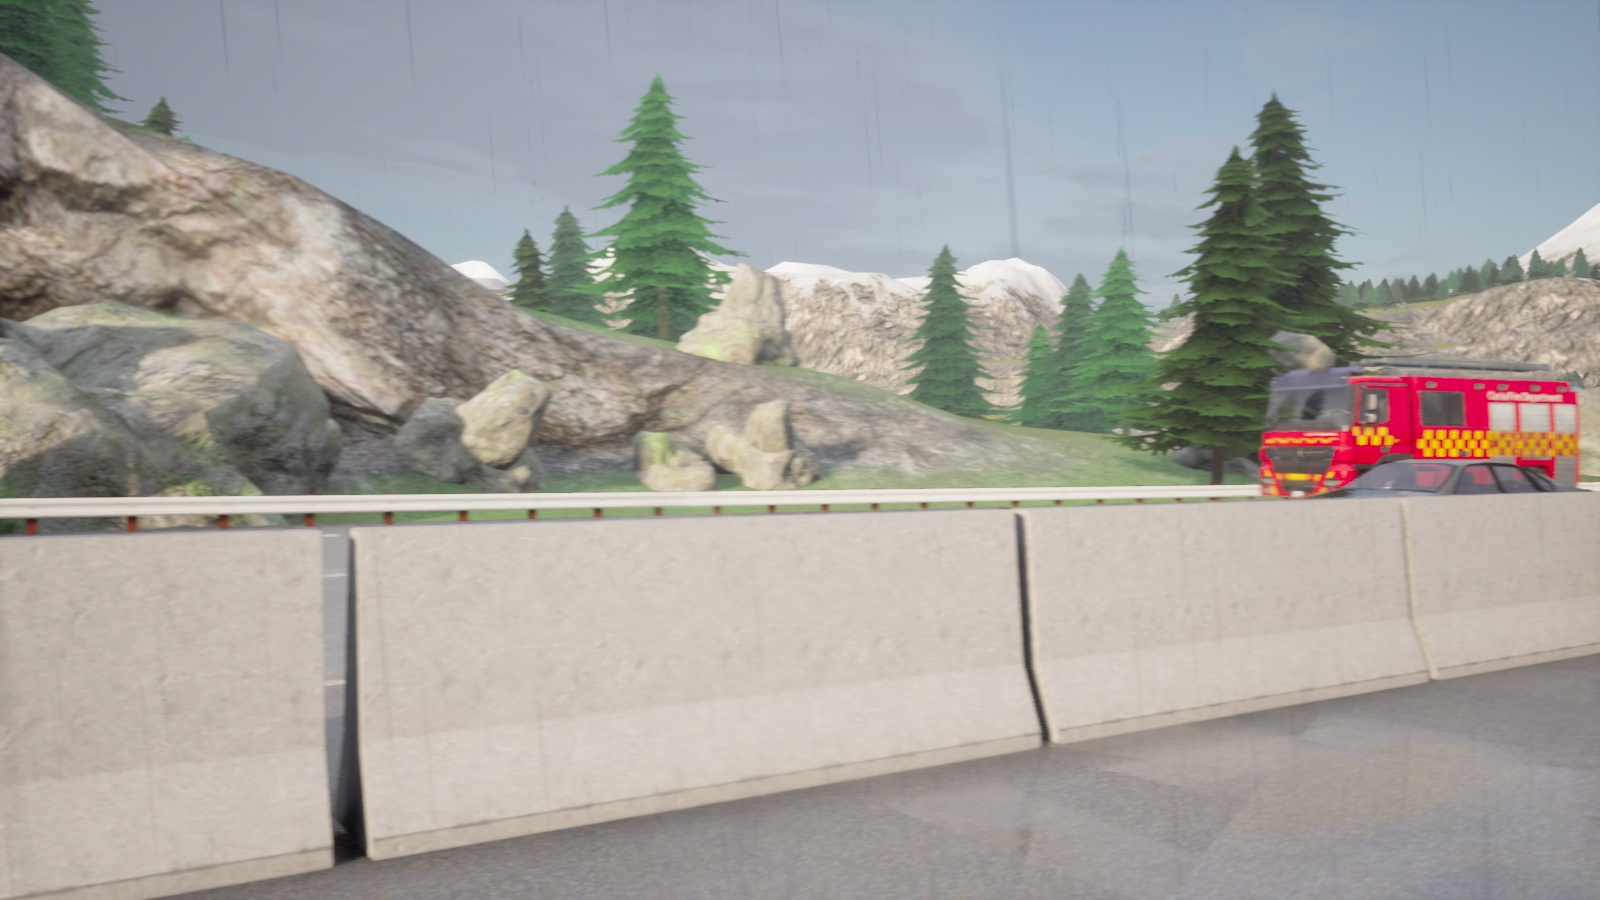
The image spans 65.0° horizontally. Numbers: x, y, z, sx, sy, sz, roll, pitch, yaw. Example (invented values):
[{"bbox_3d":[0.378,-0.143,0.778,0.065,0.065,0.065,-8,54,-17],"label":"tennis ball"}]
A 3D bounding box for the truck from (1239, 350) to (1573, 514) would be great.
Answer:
[{"bbox_3d":[15.614,-0.422,32.256,8.468,3.827,2.891,0,0,-24],"label":"truck"}]

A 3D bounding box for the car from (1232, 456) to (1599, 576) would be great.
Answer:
[{"bbox_3d":[8.583,0.791,17.103,5.357,1.411,2.033,0,0,-29],"label":"car"}]
